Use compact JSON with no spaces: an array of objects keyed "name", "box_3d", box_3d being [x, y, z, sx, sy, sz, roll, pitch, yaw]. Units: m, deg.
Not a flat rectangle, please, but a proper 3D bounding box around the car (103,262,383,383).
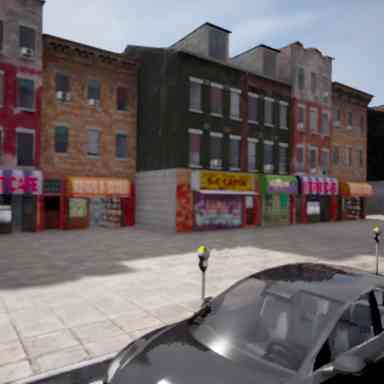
[{"name":"car","box_3d":[1.217,1.588,3.669,4.313,1.339,1.947,0,0,-35]}]
